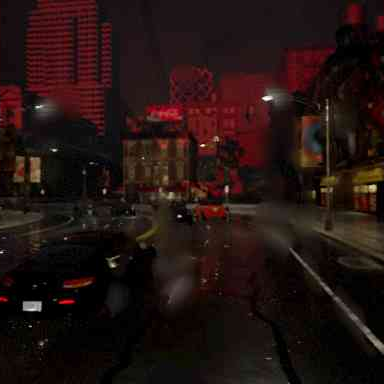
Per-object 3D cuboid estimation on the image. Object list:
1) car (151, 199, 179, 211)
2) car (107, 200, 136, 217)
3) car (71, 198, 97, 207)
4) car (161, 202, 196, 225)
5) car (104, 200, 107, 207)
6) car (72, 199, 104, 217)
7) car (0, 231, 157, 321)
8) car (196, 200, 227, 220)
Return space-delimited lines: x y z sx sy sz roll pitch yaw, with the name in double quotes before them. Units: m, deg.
"car" -3.639 1.746 42.767 2.128 1.511 4.902 0 0 -31
"car" -7.098 1.786 34.119 1.994 1.385 4.181 0 0 -24
"car" -20.366 1.962 62.572 4.674 1.452 2.002 0 0 28
"car" -1.121 1.711 25.602 1.994 1.385 4.181 0 0 -6
"car" -15.420 1.997 59.677 4.718 1.301 1.895 -1 0 38
"car" -10.954 1.733 34.327 2.128 1.511 4.902 0 0 -27
"car" -2.099 1.577 7.326 1.812 1.442 4.674 0 0 8
"car" 1.542 1.512 29.981 2.097 1.767 4.553 0 0 -11
